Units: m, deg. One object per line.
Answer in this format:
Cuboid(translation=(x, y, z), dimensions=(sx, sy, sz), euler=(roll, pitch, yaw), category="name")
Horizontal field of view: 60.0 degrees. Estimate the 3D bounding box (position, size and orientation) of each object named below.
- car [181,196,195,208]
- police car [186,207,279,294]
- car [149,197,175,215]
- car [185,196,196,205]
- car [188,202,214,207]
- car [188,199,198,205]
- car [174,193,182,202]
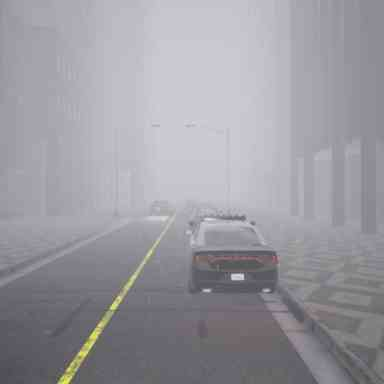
Cuboid(translation=(-0.160, 1.505, 46.165), dimensions=(1.812, 1.442, 4.674), euler=(0, 0, 0), category="car")
Cuboid(translation=(0.865, 1.425, 8.964), dimensions=(1.930, 1.638, 5.238), euler=(0, 0, 0), category="police car")
Cuboid(translation=(-3.236, 1.476, 34.122), dimensions=(2.128, 1.511, 4.902), euler=(0, 0, 0), category="car")
Cuboid(translation=(-0.242, 1.451, 60.445), dimensions=(1.882, 1.535, 5.008), euler=(0, 0, 0), category="car")
Cuboid(translation=(0.826, 1.521, 18.855), dimensions=(1.812, 1.442, 4.674), euler=(0, 0, 0), category="car")
Cuboid(translation=(0.801, 1.496, 24.856), dimensions=(1.837, 1.490, 4.892), euler=(0, 0, 0), category="car")
Cuboid(translation=(-3.303, 1.476, 75.384), dimensions=(1.837, 1.490, 4.892), euler=(0, 0, 0), category="car")
